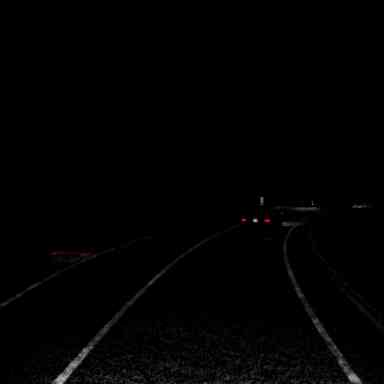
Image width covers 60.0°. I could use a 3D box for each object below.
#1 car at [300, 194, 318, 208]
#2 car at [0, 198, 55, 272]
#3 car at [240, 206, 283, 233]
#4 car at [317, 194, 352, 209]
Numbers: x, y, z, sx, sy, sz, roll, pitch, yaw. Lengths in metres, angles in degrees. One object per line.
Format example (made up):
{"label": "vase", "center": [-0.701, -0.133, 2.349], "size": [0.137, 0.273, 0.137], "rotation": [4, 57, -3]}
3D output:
{"label": "car", "center": [15.570, 1.007, 42.239], "size": [4.553, 1.767, 2.097], "rotation": [-1, 0, -43]}
{"label": "car", "center": [-5.493, 1.205, 8.234], "size": [2.150, 2.045, 5.566], "rotation": [0, 0, 3]}
{"label": "car", "center": [4.140, 1.495, 19.351], "size": [2.033, 1.411, 5.357], "rotation": [0, 0, 21]}
{"label": "car", "center": [16.778, 1.146, 38.180], "size": [2.128, 1.511, 4.902], "rotation": [-1, 0, 45]}
